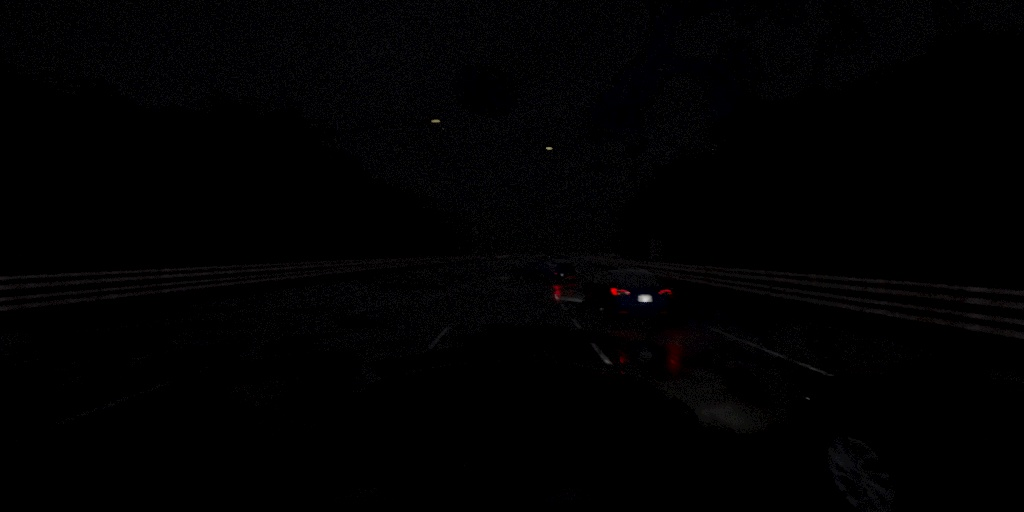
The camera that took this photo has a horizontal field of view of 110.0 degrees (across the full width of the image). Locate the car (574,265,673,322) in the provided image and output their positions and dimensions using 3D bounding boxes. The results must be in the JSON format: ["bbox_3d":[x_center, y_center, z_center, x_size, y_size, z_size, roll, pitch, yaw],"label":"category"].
[{"bbox_3d":[3.612,1.153,11.916,2.163,1.488,4.792,0,1,1],"label":"car"}]

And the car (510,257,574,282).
[{"bbox_3d":[1.811,1.023,25.336,1.812,1.442,4.674,0,1,-40],"label":"car"}]

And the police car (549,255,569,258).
[{"bbox_3d":[4.718,0.849,33.313,1.930,1.638,5.238,0,1,4],"label":"police car"}]

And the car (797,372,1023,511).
[{"bbox_3d":[3.487,1.273,1.212,1.837,1.490,4.892,0,1,0],"label":"car"}]
